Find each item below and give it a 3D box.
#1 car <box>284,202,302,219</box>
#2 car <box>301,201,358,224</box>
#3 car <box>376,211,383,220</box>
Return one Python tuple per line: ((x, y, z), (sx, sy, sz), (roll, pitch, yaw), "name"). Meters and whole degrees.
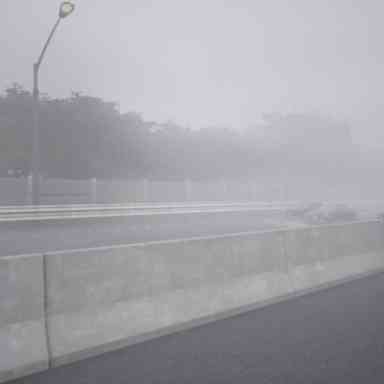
((10.041, 1.508, 28.685), (5.008, 1.535, 1.882), (0, 0, -37), "car")
((10.484, 1.545, 24.650), (4.674, 1.442, 1.812), (0, 0, -37), "car")
((14.809, 1.596, 23.508), (4.181, 1.385, 1.994), (0, 0, -37), "car")
